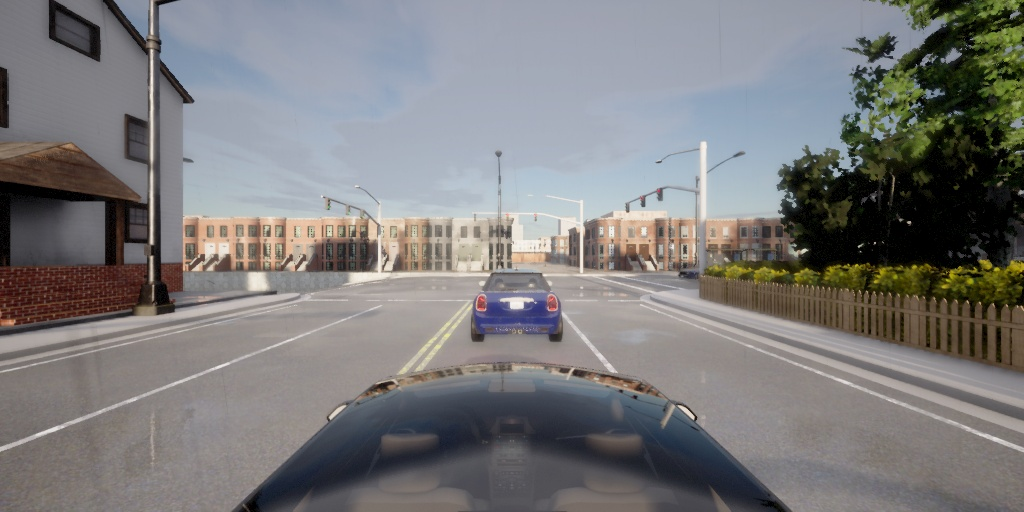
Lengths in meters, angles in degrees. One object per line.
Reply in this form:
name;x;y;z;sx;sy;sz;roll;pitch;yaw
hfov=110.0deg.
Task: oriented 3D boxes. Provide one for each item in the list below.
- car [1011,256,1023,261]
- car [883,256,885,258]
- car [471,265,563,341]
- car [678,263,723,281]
car;43.092;0.974;29.718;5.566;2.045;2.150;0;0;0
car;28.260;0.970;29.741;5.566;2.045;2.150;0;0;0
car;0.108;1.102;9.994;2.097;1.767;4.553;0;0;0
car;16.746;1.298;29.705;5.357;1.411;2.033;0;0;0
